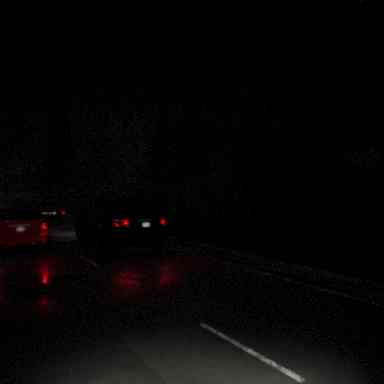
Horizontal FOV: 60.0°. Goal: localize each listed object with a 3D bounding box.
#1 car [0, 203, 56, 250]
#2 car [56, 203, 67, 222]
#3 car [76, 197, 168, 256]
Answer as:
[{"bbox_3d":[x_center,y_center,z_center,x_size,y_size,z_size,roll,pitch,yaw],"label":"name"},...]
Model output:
[{"bbox_3d":[-7.212,1.321,13.457,2.097,1.767,4.553,0,0,-34],"label":"car"},{"bbox_3d":[-10.877,1.496,24.986,2.033,1.411,5.357,0,0,-34],"label":"car"},{"bbox_3d":[-3.010,1.197,13.477,2.150,2.045,5.566,0,0,-33],"label":"car"}]
